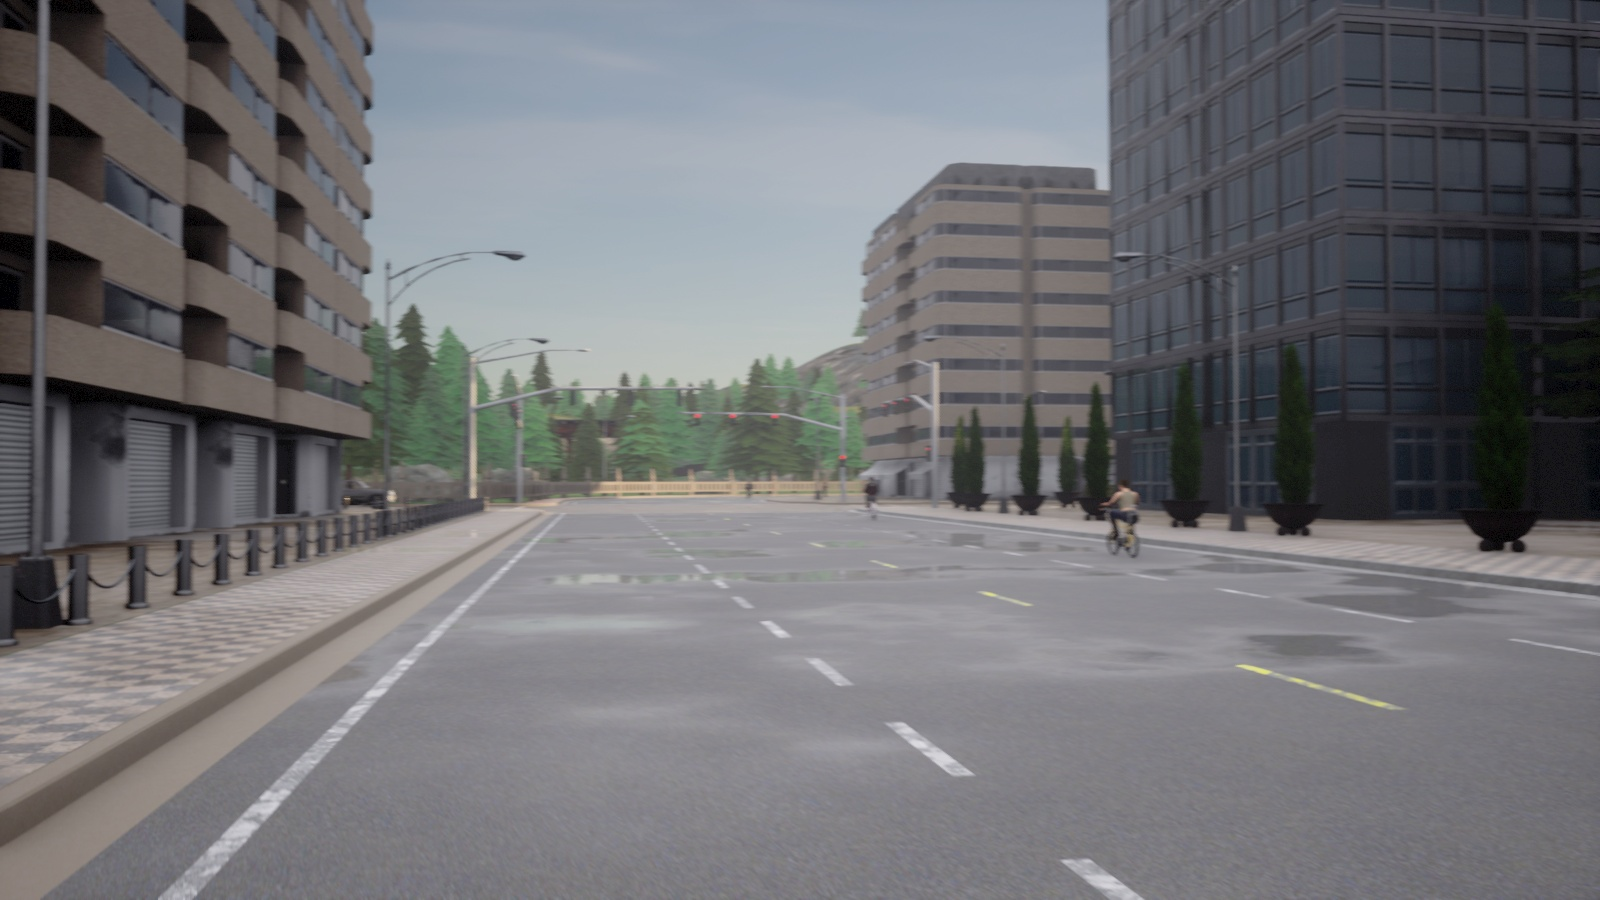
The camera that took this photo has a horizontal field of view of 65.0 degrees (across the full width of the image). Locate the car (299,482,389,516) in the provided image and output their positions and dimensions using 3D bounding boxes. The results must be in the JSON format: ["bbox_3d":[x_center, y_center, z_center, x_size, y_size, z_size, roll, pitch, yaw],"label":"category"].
[{"bbox_3d":[-26.070,2.778,71.954,4.605,1.855,1.932,0,-1,-10],"label":"car"}]

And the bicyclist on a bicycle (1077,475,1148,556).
[{"bbox_3d":[6.425,1.335,25.875,0.866,1.612,1.509,0,-1,-9],"label":"bicyclist on a bicycle"}]
